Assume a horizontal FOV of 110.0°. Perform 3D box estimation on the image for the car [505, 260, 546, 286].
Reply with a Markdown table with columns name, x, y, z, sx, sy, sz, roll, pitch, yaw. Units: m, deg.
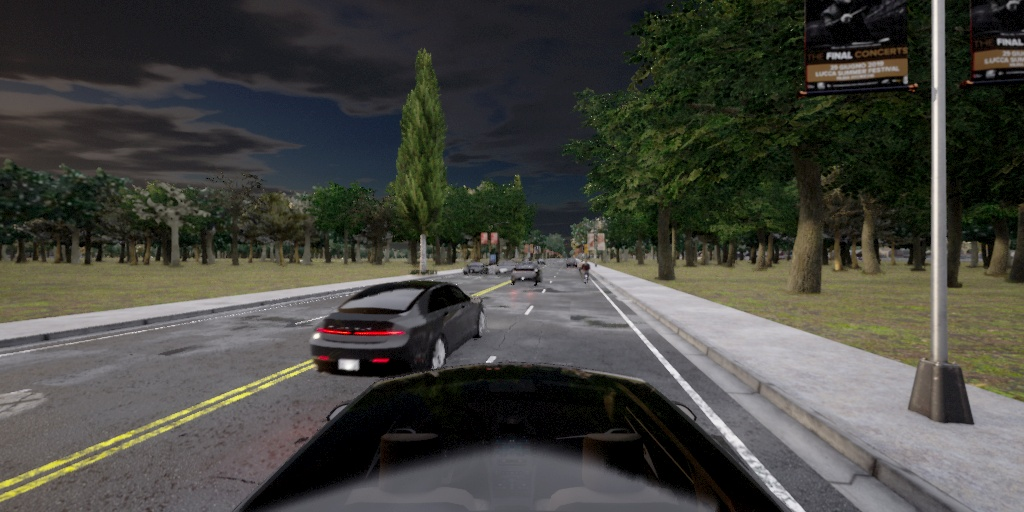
| name | x | y | z | sx | sy | sz | roll | pitch | yaw |
| --- | --- | --- | --- | --- | --- | --- | --- | --- | --- |
| car | 1.121 | 1.252 | 25.625 | 2.128 | 1.511 | 4.902 | 0 | 0 | 9 |

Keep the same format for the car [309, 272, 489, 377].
| name | x | y | z | sx | sy | sz | roll | pitch | yaw |
| --- | --- | --- | --- | --- | --- | --- | --- | --- | --- |
| car | -1.868 | 1.257 | 7.353 | 1.837 | 1.490 | 4.892 | 0 | 0 | 9 |

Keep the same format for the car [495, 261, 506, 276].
| name | x | y | z | sx | sy | sz | roll | pitch | yaw |
| --- | --- | --- | --- | --- | --- | --- | --- | --- | --- |
| car | -0.510 | 1.257 | 37.031 | 2.128 | 1.511 | 4.902 | 0 | 0 | 9 |

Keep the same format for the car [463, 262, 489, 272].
| name | x | y | z | sx | sy | sz | roll | pitch | yaw |
| --- | --- | --- | --- | --- | --- | --- | --- | --- | --- |
| car | -3.713 | 1.331 | 37.581 | 1.994 | 1.385 | 4.181 | 0 | 0 | 9 |

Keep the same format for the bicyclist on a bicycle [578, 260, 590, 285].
| name | x | y | z | sx | sy | sz | roll | pitch | yaw |
| --- | --- | --- | --- | --- | --- | --- | --- | --- | --- |
| bicyclist on a bicycle | 5.025 | 1.130 | 24.446 | 0.659 | 1.776 | 1.843 | 0 | 0 | 9 |

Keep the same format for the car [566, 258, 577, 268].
| name | x | y | z | sx | sy | sz | roll | pitch | yaw |
| --- | --- | --- | --- | --- | --- | --- | --- | --- | --- |
| car | 10.511 | 1.378 | 62.924 | 1.895 | 1.301 | 4.718 | 0 | 0 | 9 |
